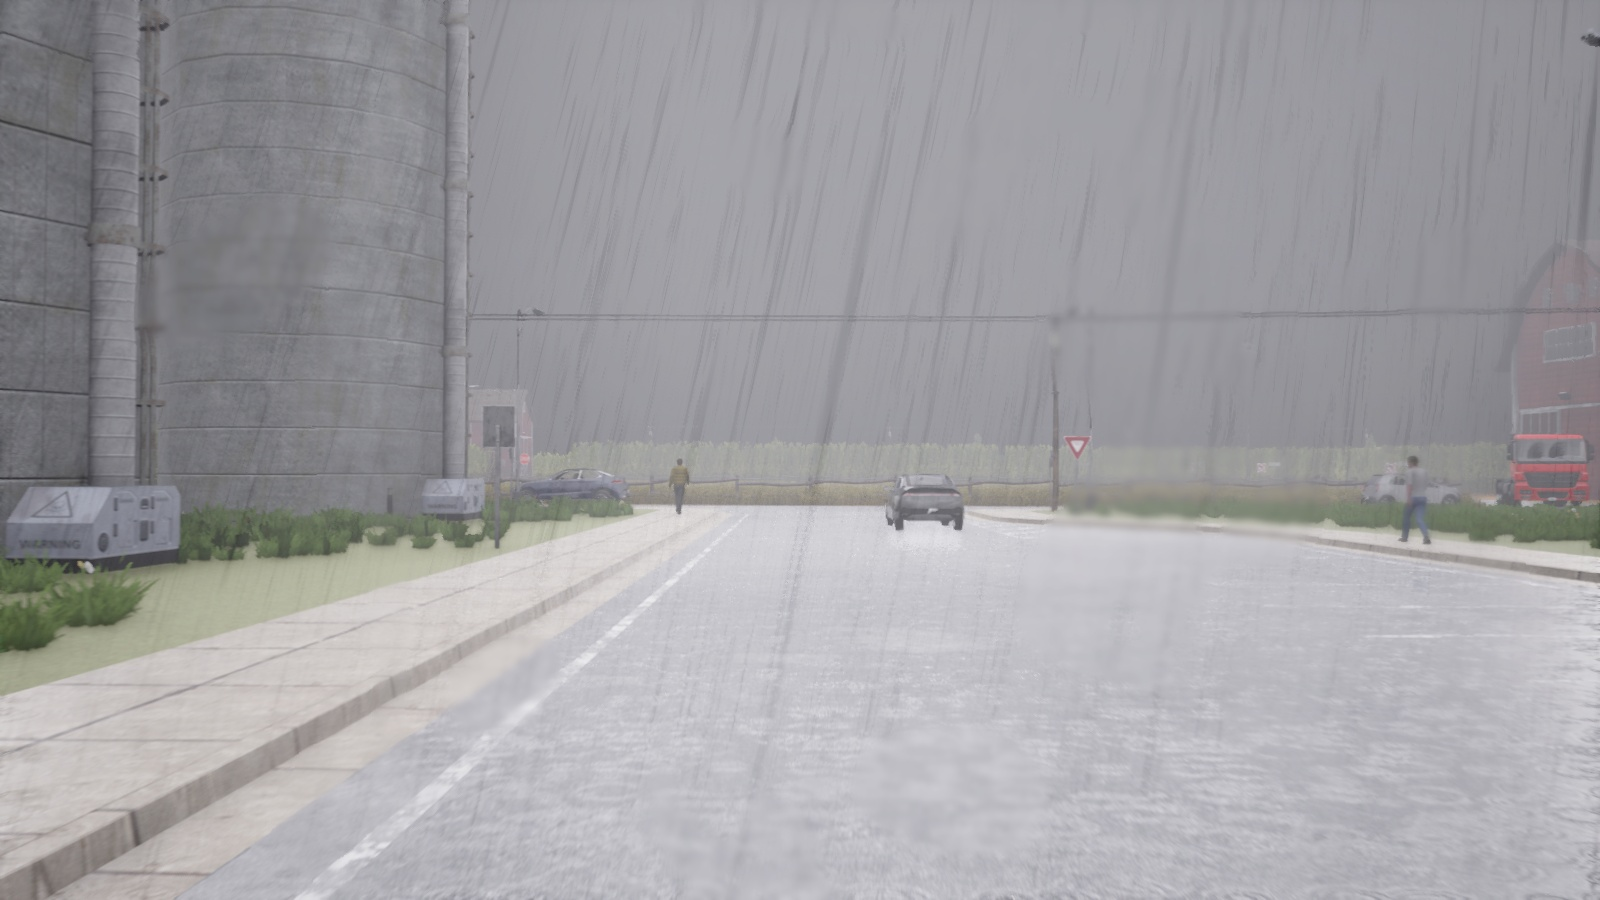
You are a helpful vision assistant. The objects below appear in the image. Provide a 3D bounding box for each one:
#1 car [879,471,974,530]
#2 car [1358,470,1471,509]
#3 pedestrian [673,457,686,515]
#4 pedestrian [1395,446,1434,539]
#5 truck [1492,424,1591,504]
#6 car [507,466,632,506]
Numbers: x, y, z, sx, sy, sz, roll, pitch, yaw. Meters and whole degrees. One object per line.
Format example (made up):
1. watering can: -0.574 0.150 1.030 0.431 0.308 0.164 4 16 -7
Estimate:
1. car: 3.417 1.342 34.911 2.128 1.511 4.902 0 -1 0
2. car: 24.681 1.576 50.546 3.633 1.501 1.845 0 -1 0
3. pedestrian: -3.859 1.160 40.285 0.370 1.835 0.726 0 -1 -1
4. pedestrian: 12.243 0.840 25.042 0.354 1.836 0.706 0 -1 -7
5. truck: 34.599 0.680 58.900 2.891 3.462 7.936 -1 -1 23
6. car: -9.933 1.544 54.438 5.027 1.651 2.152 0 -1 1
